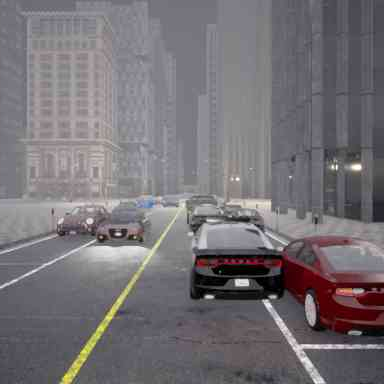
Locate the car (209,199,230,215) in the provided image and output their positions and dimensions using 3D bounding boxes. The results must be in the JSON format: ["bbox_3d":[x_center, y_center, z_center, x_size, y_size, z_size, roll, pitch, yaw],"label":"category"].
[{"bbox_3d":[2.830,1.512,35.090,1.752,1.417,4.829,0,0,0],"label":"car"}]

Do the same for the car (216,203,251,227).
[{"bbox_3d":[2.807,1.560,23.638,1.947,1.339,4.313,0,0,0],"label":"car"}]

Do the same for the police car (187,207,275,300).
[{"bbox_3d":[0.904,1.426,8.566,1.930,1.638,5.238,0,0,0],"label":"police car"}]

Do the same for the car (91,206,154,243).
[{"bbox_3d":[-3.069,1.561,15.801,1.994,1.385,4.181,0,0,0],"label":"car"}]

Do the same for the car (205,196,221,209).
[{"bbox_3d":[2.852,1.417,46.202,1.967,1.590,4.097,0,0,0],"label":"car"}]

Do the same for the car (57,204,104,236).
[{"bbox_3d":[-5.730,1.437,18.013,1.967,1.590,4.097,0,0,0],"label":"car"}]

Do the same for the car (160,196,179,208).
[{"bbox_3d":[-2.908,1.329,46.400,2.097,1.767,4.553,0,0,0],"label":"car"}]

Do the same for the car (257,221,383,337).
[{"bbox_3d":[2.773,1.544,6.717,1.887,1.381,4.507,0,0,0],"label":"car"}]

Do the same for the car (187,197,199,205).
[{"bbox_3d":[0.116,1.529,58.096,1.994,1.385,4.181,0,0,0],"label":"car"}]

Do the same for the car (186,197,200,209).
[{"bbox_3d":[0.122,1.483,45.535,1.837,1.490,4.892,0,0,1],"label":"car"}]

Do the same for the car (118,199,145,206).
[{"bbox_3d":[-5.707,1.557,29.295,1.947,1.339,4.313,0,0,0],"label":"car"}]

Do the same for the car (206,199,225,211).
[{"bbox_3d":[2.841,1.533,40.561,2.008,1.369,4.403,0,0,0],"label":"car"}]

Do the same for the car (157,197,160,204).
[{"bbox_3d":[-5.650,1.516,57.500,2.008,1.369,4.403,0,0,0],"label":"car"}]

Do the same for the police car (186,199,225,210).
[{"bbox_3d":[0.809,1.422,18.538,1.930,1.638,5.238,0,0,-2],"label":"police car"}]

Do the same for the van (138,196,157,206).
[{"bbox_3d":[-5.685,1.323,40.577,1.690,1.788,3.998,0,0,0],"label":"van"}]

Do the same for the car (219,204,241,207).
[{"bbox_3d":[2.796,1.547,17.998,2.008,1.369,4.403,0,0,0],"label":"car"}]

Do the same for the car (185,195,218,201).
[{"bbox_3d":[0.725,1.217,24.486,2.150,2.045,5.566,0,0,0],"label":"car"}]

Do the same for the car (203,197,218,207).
[{"bbox_3d":[2.864,1.522,51.843,2.008,1.369,4.403,0,0,0],"label":"car"}]
